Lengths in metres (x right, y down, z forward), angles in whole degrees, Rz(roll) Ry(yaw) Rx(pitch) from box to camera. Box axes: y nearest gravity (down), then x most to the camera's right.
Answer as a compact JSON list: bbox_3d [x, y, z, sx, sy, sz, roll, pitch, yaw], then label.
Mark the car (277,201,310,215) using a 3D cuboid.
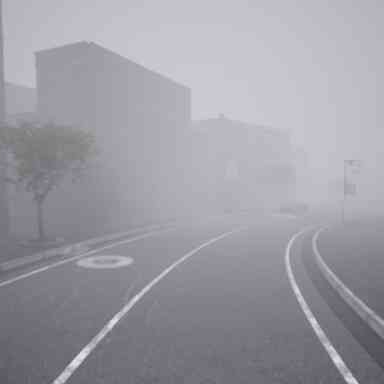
[{"bbox_3d":[11.244,1.698,36.497,2.033,1.411,5.357,4,2,38],"label":"car"}]
